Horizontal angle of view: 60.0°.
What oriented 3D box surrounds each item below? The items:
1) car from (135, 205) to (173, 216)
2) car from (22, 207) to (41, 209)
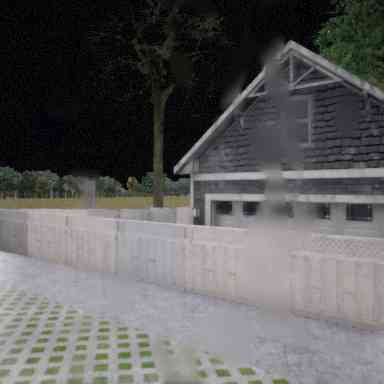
[{"bbox_3d":[-4.018,1.953,32.322,1.895,1.301,4.718,0,-1,35],"label":"car"},{"bbox_3d":[-11.019,1.743,22.346,1.994,1.385,4.181,0,-1,35],"label":"car"}]
